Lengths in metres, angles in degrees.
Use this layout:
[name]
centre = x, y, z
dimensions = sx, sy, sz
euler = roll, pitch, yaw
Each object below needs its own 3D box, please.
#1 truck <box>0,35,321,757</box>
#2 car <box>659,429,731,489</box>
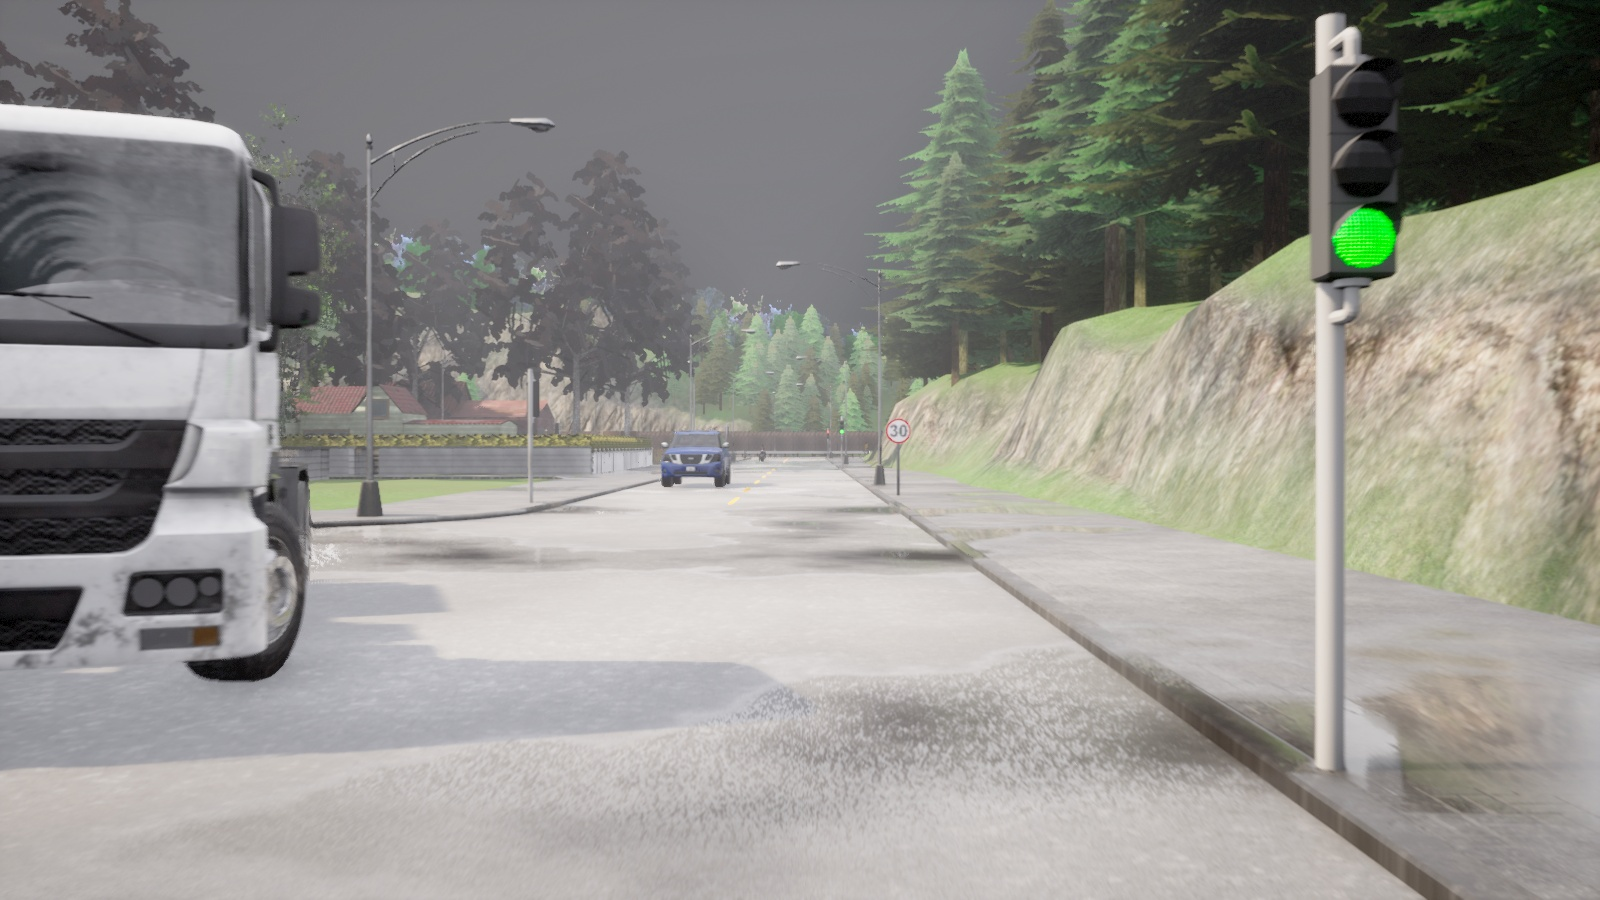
[truck]
centre = -5.424, -0.279, 9.675
dimensions = 2.891, 3.462, 7.936
euler = 0, 0, -18
[car]
centre = -3.731, 0.279, 45.584
dimensions = 2.150, 2.045, 5.566
euler = 0, 0, 0
